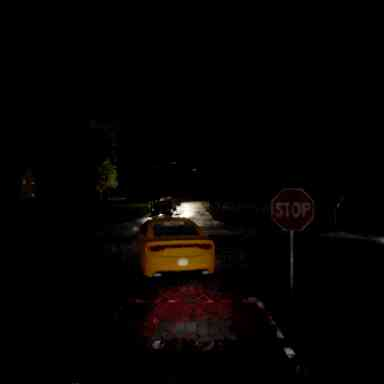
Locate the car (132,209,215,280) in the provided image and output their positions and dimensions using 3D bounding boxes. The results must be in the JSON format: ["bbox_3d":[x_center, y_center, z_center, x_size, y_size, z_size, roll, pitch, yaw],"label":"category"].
[{"bbox_3d":[-0.741,1.500,10.178,1.882,1.535,5.008,0,0,-12],"label":"car"}]

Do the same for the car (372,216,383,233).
[{"bbox_3d":[12.971,1.682,18.986,5.008,1.535,1.882,1,-1,-1],"label":"car"}]

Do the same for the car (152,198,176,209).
[{"bbox_3d":[-2.857,1.608,32.484,1.812,1.442,4.674,0,0,1],"label":"car"}]

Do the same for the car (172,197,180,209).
[{"bbox_3d":[-2.833,1.630,41.521,1.812,1.442,4.674,0,0,0],"label":"car"}]

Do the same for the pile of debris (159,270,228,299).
[{"bbox_3d":[-0.038,2.197,8.039,1.500,0.140,1.860,0,0,-5],"label":"pile of debris"}]
